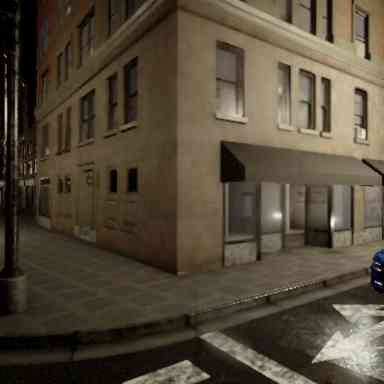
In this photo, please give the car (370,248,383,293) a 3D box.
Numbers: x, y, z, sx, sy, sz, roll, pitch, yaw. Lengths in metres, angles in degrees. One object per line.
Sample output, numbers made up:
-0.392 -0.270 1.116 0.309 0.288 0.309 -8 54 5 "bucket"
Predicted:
6.092 1.488 7.736 5.008 1.535 1.882 0 0 -35 "car"
